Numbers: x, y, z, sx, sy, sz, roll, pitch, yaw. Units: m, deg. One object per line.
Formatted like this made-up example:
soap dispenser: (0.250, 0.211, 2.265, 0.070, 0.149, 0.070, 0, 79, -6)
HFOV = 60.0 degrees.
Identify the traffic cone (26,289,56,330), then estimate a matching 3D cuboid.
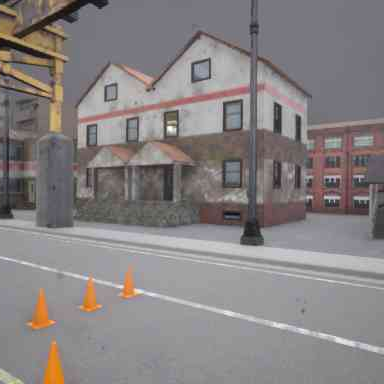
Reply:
traffic cone: (-2.557, 1.949, 5.638, 0.340, 0.580, 0.340, 0, 0, 36)

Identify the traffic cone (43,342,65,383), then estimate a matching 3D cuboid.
traffic cone: (-1.520, 1.952, 3.657, 0.340, 0.580, 0.340, 0, 0, 36)

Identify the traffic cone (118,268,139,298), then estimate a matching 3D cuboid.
traffic cone: (-1.386, 1.949, 7.260, 0.340, 0.580, 0.340, 0, 0, 36)

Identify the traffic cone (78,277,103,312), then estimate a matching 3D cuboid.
traffic cone: (-1.972, 1.949, 6.449, 0.340, 0.580, 0.340, 0, 0, 36)
